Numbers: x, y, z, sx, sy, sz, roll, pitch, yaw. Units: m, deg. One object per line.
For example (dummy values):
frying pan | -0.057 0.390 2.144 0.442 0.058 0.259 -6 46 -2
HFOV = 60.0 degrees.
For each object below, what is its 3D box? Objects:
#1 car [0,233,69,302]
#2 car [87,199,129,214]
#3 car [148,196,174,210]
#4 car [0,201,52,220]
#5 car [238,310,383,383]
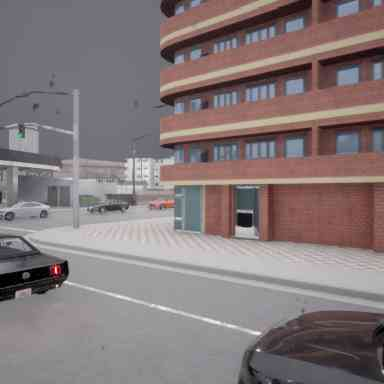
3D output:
car | -4.939 1.599 7.503 4.718 1.301 1.895 0 0 36
car | -8.915 1.509 35.602 2.128 1.511 4.902 0 0 35
car | -3.679 1.389 43.190 2.097 1.767 4.553 0 0 35
car | -14.142 1.523 27.958 1.812 1.442 4.674 0 0 34
car | 2.641 1.514 2.111 4.892 1.490 1.837 0 0 35
